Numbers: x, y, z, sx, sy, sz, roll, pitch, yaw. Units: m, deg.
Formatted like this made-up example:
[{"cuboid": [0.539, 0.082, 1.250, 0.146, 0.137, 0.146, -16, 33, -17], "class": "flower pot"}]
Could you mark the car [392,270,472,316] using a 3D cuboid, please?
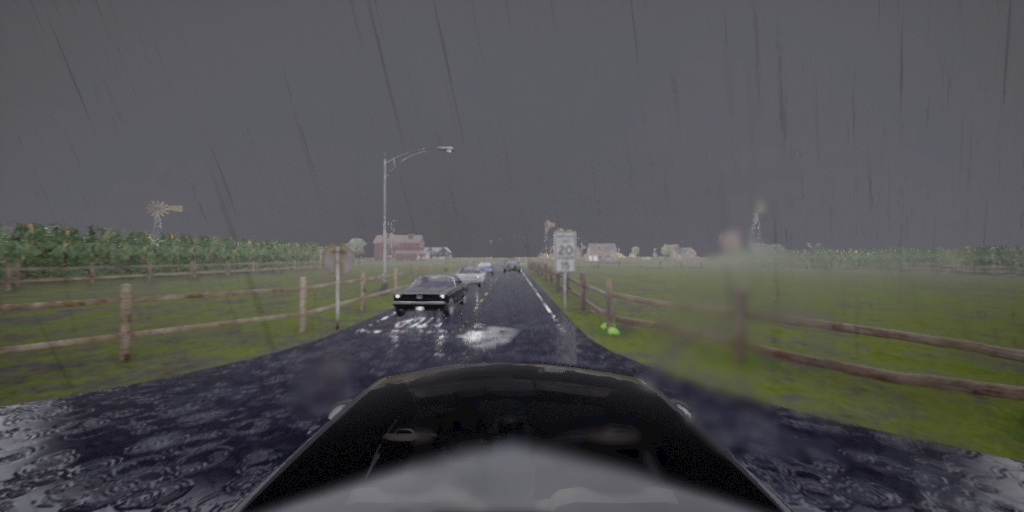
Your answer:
[{"cuboid": [-2.887, 1.375, 13.609, 1.895, 1.301, 4.718, 0, 0, 1], "class": "car"}]

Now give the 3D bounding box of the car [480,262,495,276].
[{"cuboid": [-2.836, 1.350, 38.347, 1.812, 1.442, 4.674, 0, 0, 0], "class": "car"}]

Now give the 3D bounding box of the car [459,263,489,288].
[{"cuboid": [-2.852, 1.397, 24.578, 1.895, 1.301, 4.718, 0, 0, 0], "class": "car"}]

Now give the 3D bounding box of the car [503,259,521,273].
[{"cuboid": [-0.005, 1.189, 45.228, 2.097, 1.767, 4.553, 0, 0, 0], "class": "car"}]
